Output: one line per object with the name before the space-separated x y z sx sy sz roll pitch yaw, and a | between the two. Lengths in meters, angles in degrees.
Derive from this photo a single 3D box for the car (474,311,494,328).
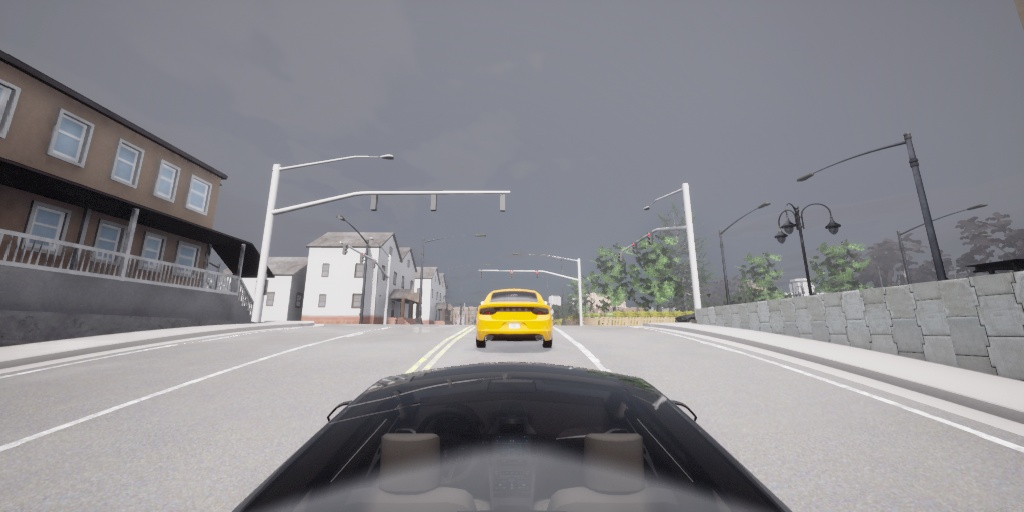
car | -3.661 8.485 47.392 2.150 2.045 5.566 0 -12 0

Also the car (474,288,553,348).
car | 0.061 1.723 10.545 1.882 1.535 5.008 0 -7 0

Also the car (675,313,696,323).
car | 16.459 5.260 30.408 5.008 1.535 1.882 0 -12 1
